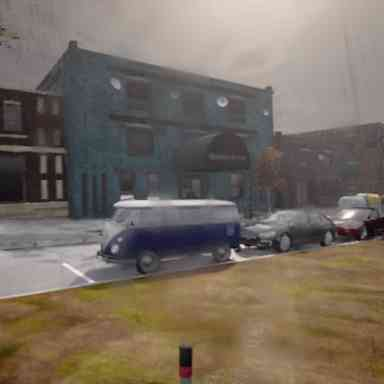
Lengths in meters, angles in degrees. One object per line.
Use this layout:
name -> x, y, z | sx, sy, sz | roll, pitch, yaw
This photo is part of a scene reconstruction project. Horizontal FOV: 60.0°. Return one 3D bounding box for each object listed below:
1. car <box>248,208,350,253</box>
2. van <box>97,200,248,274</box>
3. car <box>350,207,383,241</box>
car -> 3.988, 1.473, 13.563 | 4.892, 1.521, 2.231 | 2, -1, -37
van -> -0.638, 1.242, 10.260 | 4.442, 1.987, 1.878 | 0, 0, -33
car -> 8.470, 1.530, 16.769 | 4.792, 1.488, 2.163 | 2, -1, -37
